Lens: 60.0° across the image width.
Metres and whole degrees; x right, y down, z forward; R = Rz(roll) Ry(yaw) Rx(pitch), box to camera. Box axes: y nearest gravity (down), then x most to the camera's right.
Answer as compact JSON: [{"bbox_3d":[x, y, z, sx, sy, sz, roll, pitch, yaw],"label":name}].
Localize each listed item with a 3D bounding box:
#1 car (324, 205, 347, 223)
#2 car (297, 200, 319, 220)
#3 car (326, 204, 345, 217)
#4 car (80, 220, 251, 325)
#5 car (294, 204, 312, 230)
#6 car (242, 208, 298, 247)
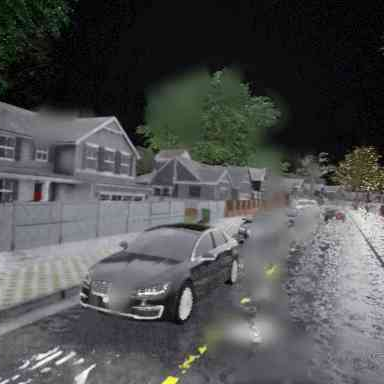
[{"bbox_3d":[14.628,2.265,33.994,1.837,1.490,4.892,3,0,24],"label":"car"},{"bbox_3d":[12.425,1.869,35.998,2.150,2.045,5.566,3,0,24],"label":"car"},{"bbox_3d":[19.648,2.512,45.407,2.128,1.511,4.902,3,0,24],"label":"car"},{"bbox_3d":[-0.305,1.494,7.375,1.837,1.490,4.892,3,0,24],"label":"car"},{"bbox_3d":[7.583,1.947,25.207,2.033,1.411,5.357,3,0,24],"label":"car"},{"bbox_3d":[3.668,1.688,16.354,2.128,1.511,4.902,3,0,24],"label":"car"}]
